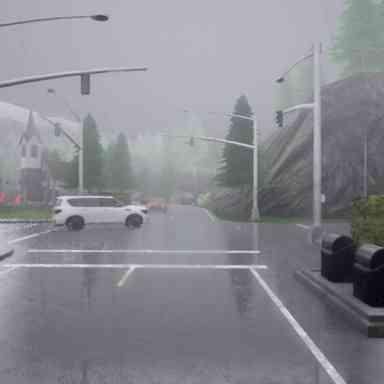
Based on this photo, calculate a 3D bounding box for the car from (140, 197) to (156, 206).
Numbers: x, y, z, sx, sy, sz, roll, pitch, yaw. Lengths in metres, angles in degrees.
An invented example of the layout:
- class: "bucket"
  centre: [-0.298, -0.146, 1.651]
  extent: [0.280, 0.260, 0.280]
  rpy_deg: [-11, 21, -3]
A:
- class: "car"
  centre: [-7.655, 1.563, 57.753]
  extent: [1.994, 1.385, 4.181]
  rpy_deg: [0, 0, -20]

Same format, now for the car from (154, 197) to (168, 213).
- class: "car"
  centre: [-3.781, 1.352, 36.339]
  extent: [2.097, 1.767, 4.553]
  rpy_deg: [0, 0, -2]

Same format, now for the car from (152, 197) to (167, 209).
- class: "car"
  centre: [-4.592, 1.504, 46.147]
  extent: [1.837, 1.490, 4.892]
  rpy_deg: [0, 0, -9]

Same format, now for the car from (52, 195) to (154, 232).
- class: "car"
  centre: [-5.381, 1.224, 19.904]
  extent: [5.566, 2.045, 2.150]
  rpy_deg: [0, 0, -20]
